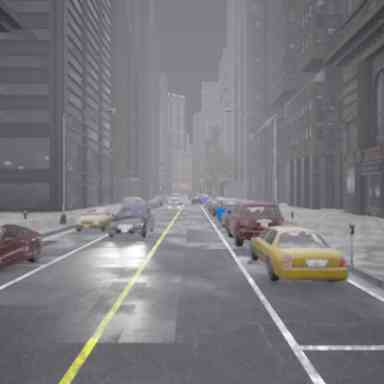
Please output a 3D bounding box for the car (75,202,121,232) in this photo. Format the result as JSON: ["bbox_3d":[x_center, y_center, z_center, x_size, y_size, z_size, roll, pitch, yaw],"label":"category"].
[{"bbox_3d":[-5.760,1.556,20.565,1.752,1.417,4.829,0,0,0],"label":"car"}]

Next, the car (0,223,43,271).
[{"bbox_3d":[-5.761,1.596,9.497,1.802,1.307,4.206,0,0,0],"label":"car"}]

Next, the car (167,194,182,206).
[{"bbox_3d":[-3.042,1.314,58.342,2.150,2.045,5.566,0,0,1],"label":"car"}]

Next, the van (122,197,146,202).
[{"bbox_3d":[-5.758,1.389,31.973,1.690,1.788,3.998,0,0,0],"label":"van"}]

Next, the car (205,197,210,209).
[{"bbox_3d":[2.767,1.601,37.602,1.887,1.381,4.507,0,0,0],"label":"car"}]

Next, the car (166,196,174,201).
[{"bbox_3d":[-5.752,1.724,88.161,1.947,1.339,4.313,0,0,0],"label":"car"}]

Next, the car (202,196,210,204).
[{"bbox_3d":[2.768,1.616,43.214,2.008,1.369,4.403,0,0,0],"label":"car"}]

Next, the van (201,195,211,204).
[{"bbox_3d":[2.770,1.449,65.693,1.690,1.788,3.998,0,0,0],"label":"van"}]

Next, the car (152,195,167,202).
[{"bbox_3d":[-5.756,1.400,54.448,2.192,1.841,5.009,0,0,0],"label":"car"}]

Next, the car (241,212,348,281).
[{"bbox_3d":[2.764,1.539,9.679,1.752,1.417,4.829,0,0,0],"label":"car"}]

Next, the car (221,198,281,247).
[{"bbox_3d":[2.765,1.337,15.128,2.192,1.841,5.009,0,0,0],"label":"car"}]

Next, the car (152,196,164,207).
[{"bbox_3d":[-5.756,1.626,48.829,2.008,1.369,4.403,0,0,0],"label":"car"}]

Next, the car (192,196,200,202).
[{"bbox_3d":[0.910,1.666,80.129,1.812,1.442,4.674,0,0,0],"label":"car"}]

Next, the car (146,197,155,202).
[{"bbox_3d":[-5.758,1.607,37.592,2.008,1.369,4.403,0,0,0],"label":"car"}]

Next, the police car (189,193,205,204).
[{"bbox_3d":[0.908,1.530,64.240,1.930,1.638,5.238,0,0,0],"label":"police car"}]

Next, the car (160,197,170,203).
[{"bbox_3d":[-5.754,1.686,71.304,1.947,1.339,4.313,0,0,0],"label":"car"}]

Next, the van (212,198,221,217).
[{"bbox_3d":[2.766,1.380,26.365,1.690,1.788,3.998,0,0,0],"label":"van"}]

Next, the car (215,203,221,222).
[{"bbox_3d":[2.765,1.581,20.746,2.008,1.369,4.403,0,0,0],"label":"car"}]

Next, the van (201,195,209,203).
[{"bbox_3d":[2.771,1.461,71.312,1.690,1.788,3.998,0,0,0],"label":"van"}]

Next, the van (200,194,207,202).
[{"bbox_3d":[2.772,1.486,82.549,1.690,1.788,3.998,0,0,0],"label":"van"}]

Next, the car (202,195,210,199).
[{"bbox_3d":[2.769,1.601,49.009,1.752,1.417,4.829,0,0,0],"label":"car"}]

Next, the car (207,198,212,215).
[{"bbox_3d":[2.767,1.592,31.983,1.887,1.381,4.507,0,0,0],"label":"car"}]

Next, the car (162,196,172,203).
[{"bbox_3d":[-5.753,1.657,76.753,1.752,1.417,4.829,0,0,0],"label":"car"}]

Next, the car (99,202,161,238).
[{"bbox_3d":[-3.097,1.518,17.790,2.128,1.511,4.902,0,0,0],"label":"car"}]

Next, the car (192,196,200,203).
[{"bbox_3d":[0.910,1.631,74.130,1.837,1.490,4.892,0,0,0],"label":"car"}]

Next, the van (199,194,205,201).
[{"bbox_3d":[2.774,1.513,93.785,1.690,1.788,3.998,0,0,0],"label":"van"}]
